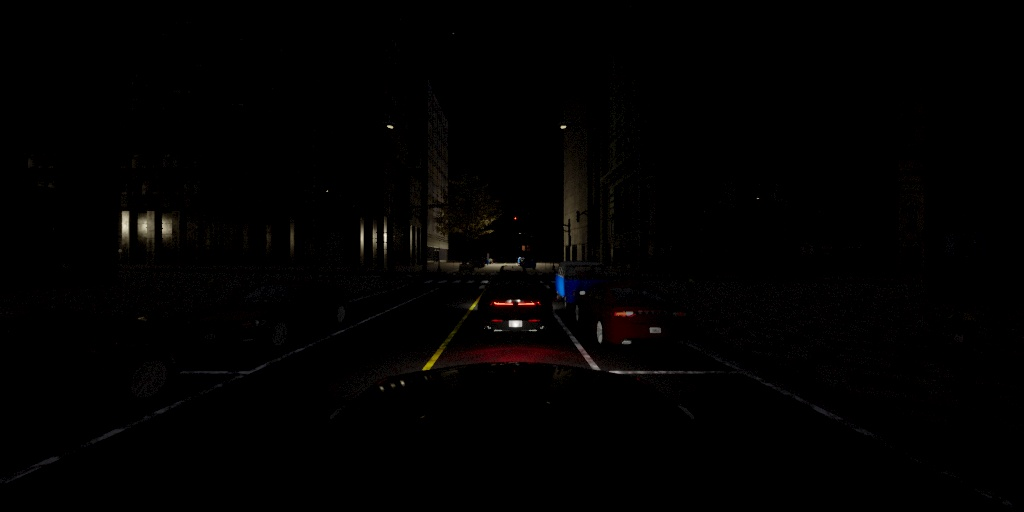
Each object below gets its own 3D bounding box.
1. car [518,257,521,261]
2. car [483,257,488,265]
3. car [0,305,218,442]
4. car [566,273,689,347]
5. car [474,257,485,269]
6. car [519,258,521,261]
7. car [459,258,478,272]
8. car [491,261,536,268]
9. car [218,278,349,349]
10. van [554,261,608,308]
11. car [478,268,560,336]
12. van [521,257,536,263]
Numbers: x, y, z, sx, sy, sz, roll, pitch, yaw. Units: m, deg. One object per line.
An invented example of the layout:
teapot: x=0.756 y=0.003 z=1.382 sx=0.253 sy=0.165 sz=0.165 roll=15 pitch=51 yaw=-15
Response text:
car: x=2.559 y=1.332 z=63.473 sx=1.888 sy=1.381 sz=4.507 roll=0 pitch=0 yaw=0
car: x=-5.965 y=1.101 z=63.089 sx=2.192 sy=1.841 sz=5.009 roll=0 pitch=0 yaw=0
car: x=-5.782 y=1.295 z=3.603 sx=1.888 sy=1.381 sz=4.507 roll=0 pitch=0 yaw=0
car: x=2.753 y=1.296 z=9.138 sx=1.888 sy=1.381 sz=4.507 roll=0 pitch=0 yaw=0
car: x=-5.947 y=1.326 z=57.800 sx=1.888 sy=1.381 sz=4.507 roll=0 pitch=0 yaw=0
car: x=2.577 y=1.347 z=58.059 sx=1.948 sy=1.339 sz=4.313 roll=0 pitch=0 yaw=0
car: x=-5.917 y=1.296 z=47.050 sx=1.751 sy=1.417 sz=4.829 roll=0 pitch=0 yaw=0
car: x=0.047 y=1.245 z=19.792 sx=2.128 sy=1.511 sz=4.902 roll=0 pitch=0 yaw=-1
car: x=-5.802 y=1.296 z=9.128 sx=1.888 sy=1.381 sz=4.507 roll=0 pitch=0 yaw=0
van: x=2.736 y=1.093 z=14.663 sx=1.690 sy=1.789 sz=3.998 roll=0 pitch=0 yaw=0
car: x=0.074 y=1.256 z=10.373 sx=1.837 sy=1.490 sz=4.892 roll=0 pitch=0 yaw=0
van: x=2.595 y=1.116 z=52.647 sx=1.690 sy=1.789 sz=3.998 roll=0 pitch=0 yaw=0
